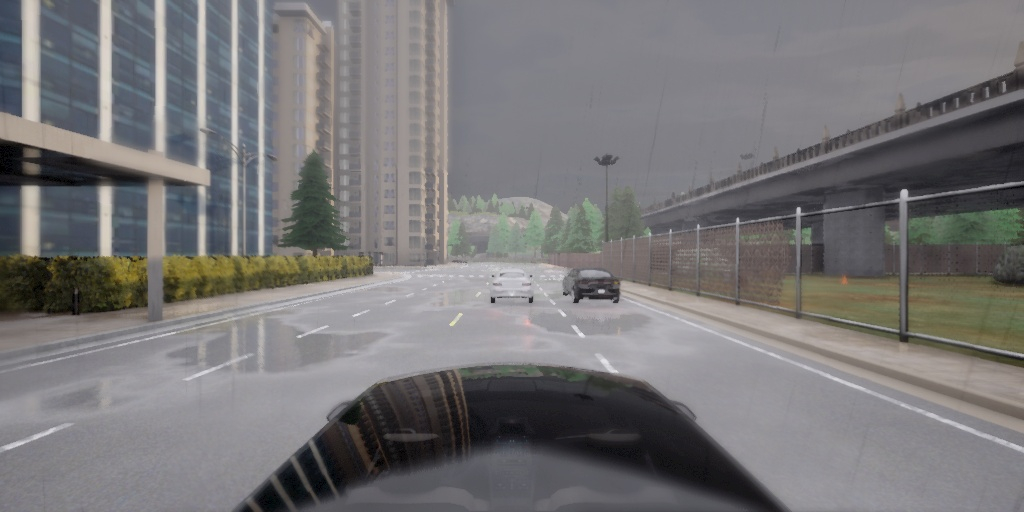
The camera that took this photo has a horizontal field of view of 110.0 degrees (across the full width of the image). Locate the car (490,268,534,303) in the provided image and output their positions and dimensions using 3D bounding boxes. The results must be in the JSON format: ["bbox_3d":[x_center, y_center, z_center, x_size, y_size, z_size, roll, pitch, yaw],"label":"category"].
[{"bbox_3d":[0.000,1.282,16.500,1.812,1.442,4.674,0,0,0],"label":"car"}]

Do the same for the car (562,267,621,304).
[{"bbox_3d":[3.500,1.234,16.500,1.882,1.535,5.008,0,0,0],"label":"car"}]
